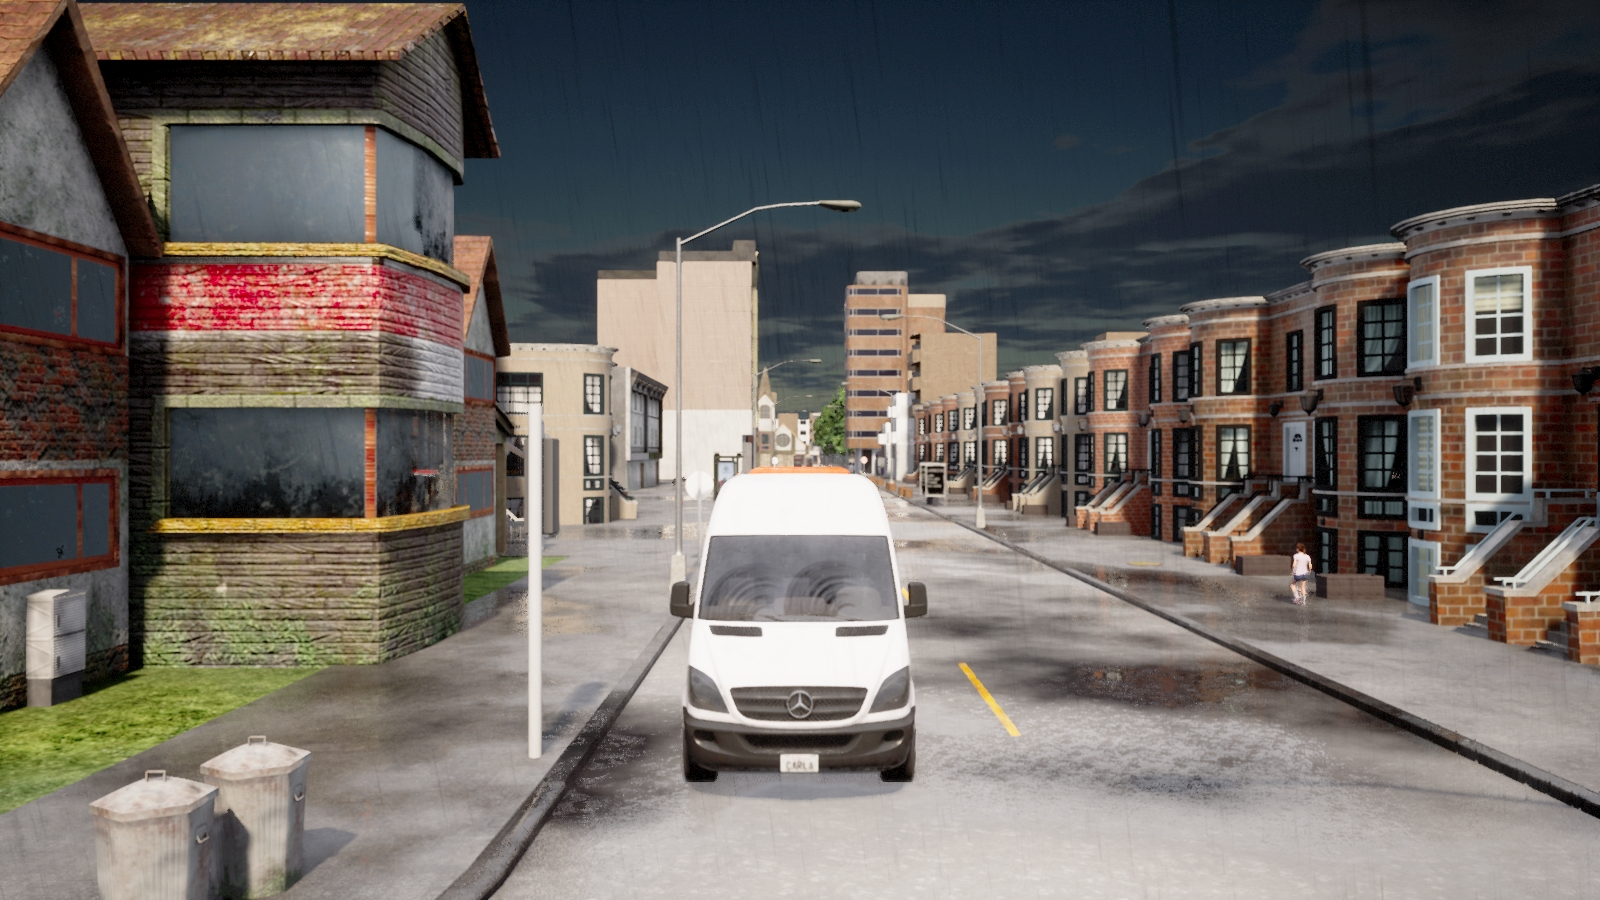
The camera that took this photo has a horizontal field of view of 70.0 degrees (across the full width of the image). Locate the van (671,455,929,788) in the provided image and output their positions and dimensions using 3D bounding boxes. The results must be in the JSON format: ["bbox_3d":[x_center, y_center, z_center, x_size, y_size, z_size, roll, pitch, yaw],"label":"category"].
[{"bbox_3d":[-0.003,1.341,11.775,1.988,2.561,5.915,0,0,0],"label":"van"}]

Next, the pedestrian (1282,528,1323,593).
[{"bbox_3d":[8.882,1.946,20.210,0.500,1.100,0.500,0,0,-2],"label":"pedestrian"}]
